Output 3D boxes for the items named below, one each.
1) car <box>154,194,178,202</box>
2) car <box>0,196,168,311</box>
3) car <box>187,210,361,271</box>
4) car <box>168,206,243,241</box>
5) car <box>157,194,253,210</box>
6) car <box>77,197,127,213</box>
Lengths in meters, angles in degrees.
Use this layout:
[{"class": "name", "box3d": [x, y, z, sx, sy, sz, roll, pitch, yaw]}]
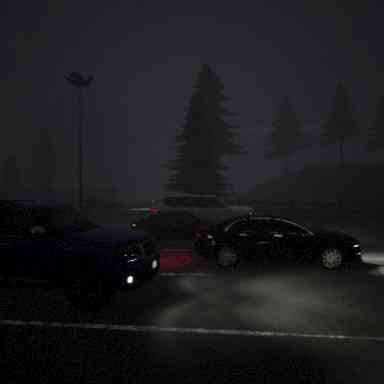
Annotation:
[{"class": "car", "box3d": [-5.301, 1.224, 67.617, 2.033, 1.411, 5.357, -1, 0, -39]}, {"class": "car", "box3d": [-3.556, 1.211, 7.435, 5.566, 2.045, 2.150, 0, 0, 7]}, {"class": "car", "box3d": [2.488, 1.430, 10.207, 4.892, 1.490, 1.837, 0, 0, 7]}, {"class": "car", "box3d": [-0.321, 1.453, 14.084, 4.674, 1.442, 1.812, 0, 0, 7]}, {"class": "car", "box3d": [0.553, 1.123, 17.499, 5.566, 2.045, 2.150, -1, 0, 7]}, {"class": "car", "box3d": [-9.753, 1.374, 36.412, 4.902, 1.511, 2.128, -1, 1, -44]}]
